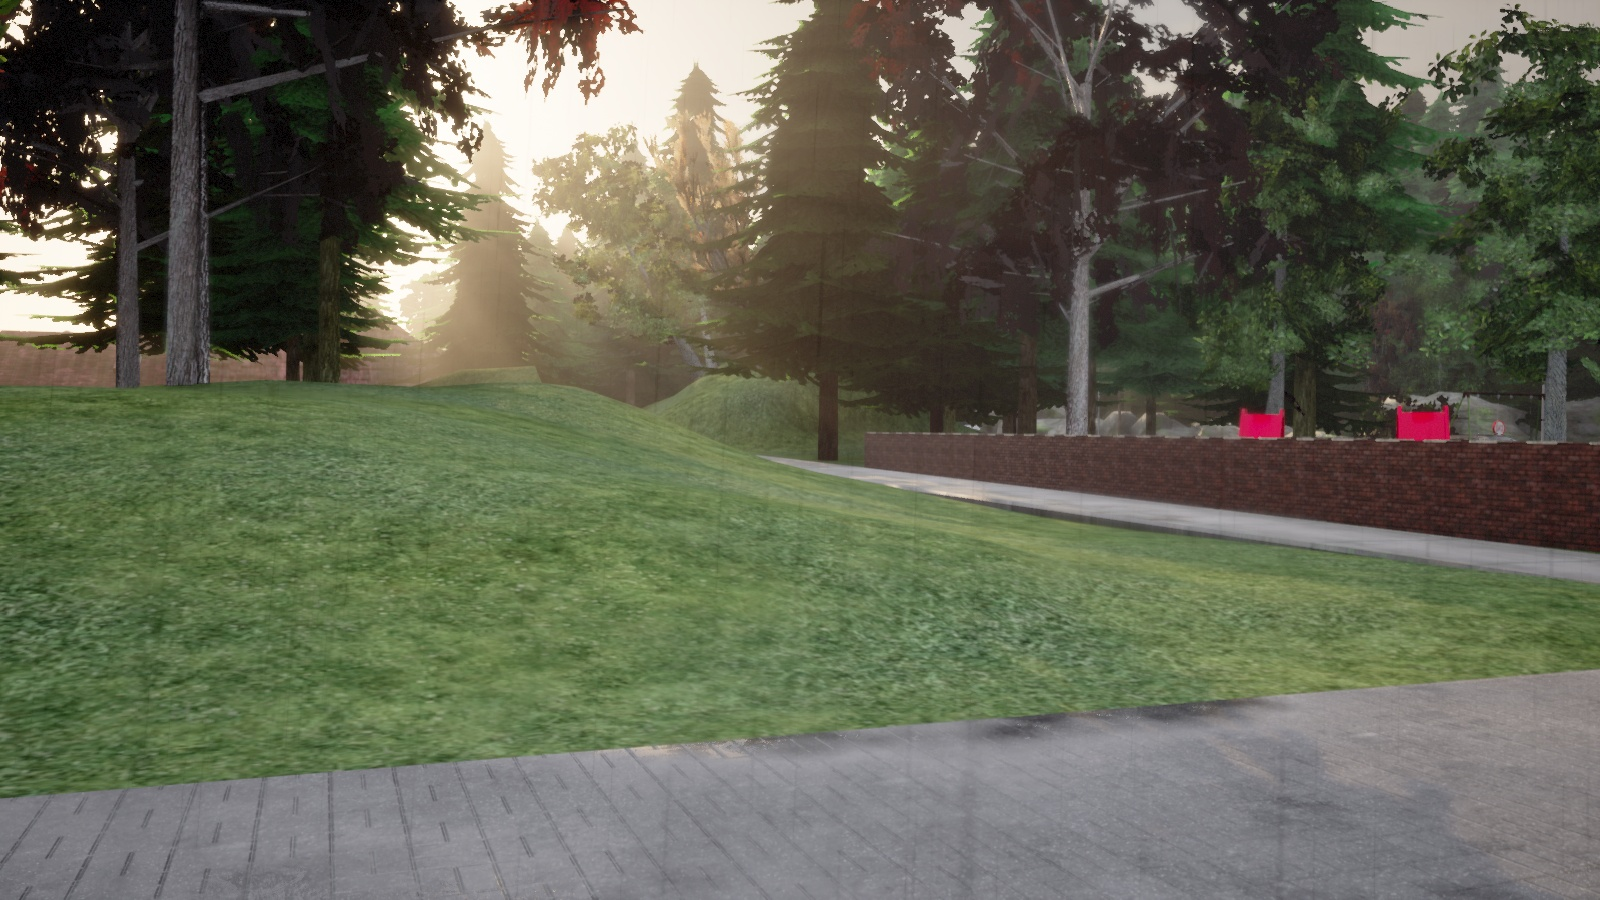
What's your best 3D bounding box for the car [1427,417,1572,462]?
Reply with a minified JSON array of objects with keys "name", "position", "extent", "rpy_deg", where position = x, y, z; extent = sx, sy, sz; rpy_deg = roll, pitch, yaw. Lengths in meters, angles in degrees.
[{"name":"car","position":[27.347,-0.435,49.262],"extent":[2.242,1.667,4.611],"rpy_deg":[-1,1,-21]}]
